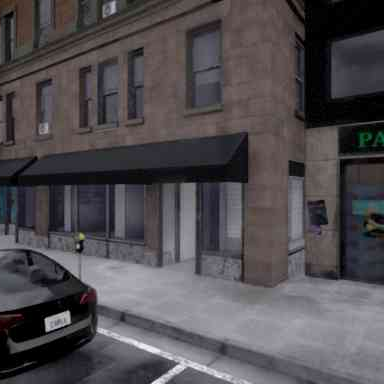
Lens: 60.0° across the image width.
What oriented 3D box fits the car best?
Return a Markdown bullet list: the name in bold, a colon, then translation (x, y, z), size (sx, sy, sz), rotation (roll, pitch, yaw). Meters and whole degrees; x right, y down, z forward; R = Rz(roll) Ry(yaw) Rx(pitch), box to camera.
- **car**: translation (-3.278, 1.564, 5.150), size (4.313, 1.339, 1.947), rotation (0, 0, 36)
